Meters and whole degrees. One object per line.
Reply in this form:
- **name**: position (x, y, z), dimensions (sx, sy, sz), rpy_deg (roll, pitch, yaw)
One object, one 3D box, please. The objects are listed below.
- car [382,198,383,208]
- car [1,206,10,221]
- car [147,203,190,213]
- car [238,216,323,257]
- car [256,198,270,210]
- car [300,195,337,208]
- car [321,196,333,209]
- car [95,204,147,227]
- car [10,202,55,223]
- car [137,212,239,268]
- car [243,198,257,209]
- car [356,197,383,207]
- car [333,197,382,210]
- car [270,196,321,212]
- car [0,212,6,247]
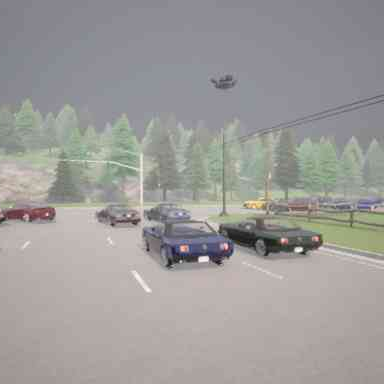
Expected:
- **car**: position (28.914, 1.491, 47.198), dimensions (4.902, 1.511, 2.128), rpy_deg (0, 0, -19)
- **car**: position (-14.624, 1.601, 22.455), dimensions (4.718, 1.301, 1.895), rpy_deg (0, 0, 34)
- **car**: position (-1.942, 1.547, 24.790), dimensions (2.033, 1.411, 5.357), rpy_deg (0, 0, -27)
- **car**: position (2.748, 1.601, 12.989), dimensions (1.895, 1.301, 4.718), rpy_deg (0, 0, -20)
- **car**: position (10.760, 1.526, 40.892), dimensions (4.674, 1.442, 1.812), rpy_deg (0, 0, -18)
- **car**: position (17.866, 1.352, 47.095), dimensions (4.553, 1.767, 2.097), rpy_deg (0, 0, -19)
- **car**: position (19.500, 1.492, 43.958), dimensions (4.902, 1.511, 2.128), rpy_deg (0, 0, -19)
- **car**: position (-5.251, 1.547, 23.233), dimensions (2.033, 1.411, 5.357), rpy_deg (0, 0, -30)
- **car**: position (-12.602, 1.478, 25.442), dimensions (5.008, 1.535, 1.882), rpy_deg (0, -1, 33)
- **car**: position (-0.418, 1.601, 11.452), dimensions (1.895, 1.301, 4.718), rpy_deg (0, 0, -20)
- **car**: position (9.163, 1.478, 44.060), dimensions (5.008, 1.535, 1.882), rpy_deg (0, 0, -20)
- **car**: position (27.669, 1.478, 50.469), dimensions (5.008, 1.535, 1.882), rpy_deg (0, 0, -19)
- **car**: position (20.103, 1.478, 40.464), dimensions (5.008, 1.535, 1.882), rpy_deg (0, 0, -19)
- **car**: position (11.666, 1.352, 37.519), dimensions (4.553, 1.767, 2.097), rpy_deg (0, 0, -20)
- **car**: position (-7.562, 1.563, 10.640), dimensions (1.994, 1.385, 4.181), rpy_deg (0, 0, -20)
